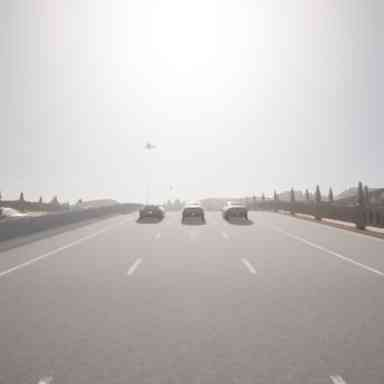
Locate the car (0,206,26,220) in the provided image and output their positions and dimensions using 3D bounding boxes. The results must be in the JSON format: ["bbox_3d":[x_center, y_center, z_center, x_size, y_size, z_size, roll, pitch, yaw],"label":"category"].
[{"bbox_3d":[-10.599,1.565,17.818,1.812,1.442,4.674,0,0,0],"label":"car"}]

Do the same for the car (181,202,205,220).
[{"bbox_3d":[0.098,1.553,28.486,2.128,1.511,4.902,0,0,0],"label":"car"}]

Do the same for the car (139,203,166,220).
[{"bbox_3d":[-3.403,1.627,29.075,1.994,1.385,4.181,0,0,0],"label":"car"}]

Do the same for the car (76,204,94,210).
[{"bbox_3d":[-17.538,2.693,55.612,2.033,1.411,5.357,0,-5,1],"label":"car"}]

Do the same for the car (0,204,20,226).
[{"bbox_3d":[-14.101,1.597,22.630,2.033,1.411,5.357,0,0,0],"label":"car"}]

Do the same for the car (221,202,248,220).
[{"bbox_3d":[3.597,1.553,28.456,2.128,1.511,4.902,0,0,0],"label":"car"}]
